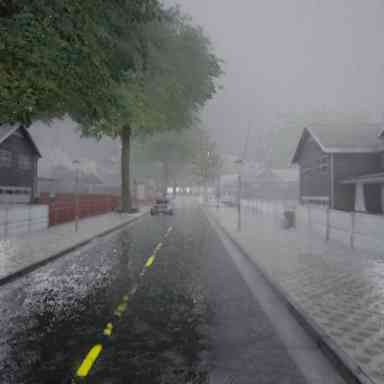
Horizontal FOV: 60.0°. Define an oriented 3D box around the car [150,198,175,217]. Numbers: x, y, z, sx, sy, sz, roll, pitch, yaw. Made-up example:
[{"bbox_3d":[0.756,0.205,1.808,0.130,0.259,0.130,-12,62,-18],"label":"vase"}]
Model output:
[{"bbox_3d":[-2.835,1.435,32.527,2.097,1.767,4.553,0,0,0],"label":"car"}]
